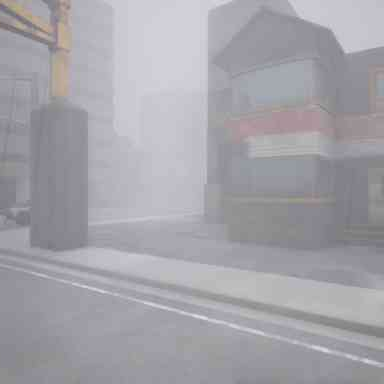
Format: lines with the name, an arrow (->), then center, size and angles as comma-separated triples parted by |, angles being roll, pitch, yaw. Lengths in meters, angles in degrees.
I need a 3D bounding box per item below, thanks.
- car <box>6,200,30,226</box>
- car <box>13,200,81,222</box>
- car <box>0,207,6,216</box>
car -> -9.766, 1.398, 22.767 | 2.038, 1.542, 4.974 | 0, 0, 15
car -> -9.753, 1.240, 22.816 | 1.853, 1.218, 4.536 | 0, 0, 15
car -> -12.924, 1.234, 25.466 | 4.536, 1.218, 1.853 | 0, 0, -30
